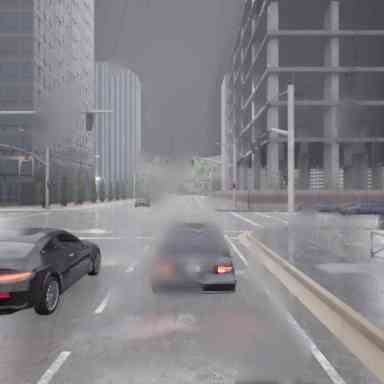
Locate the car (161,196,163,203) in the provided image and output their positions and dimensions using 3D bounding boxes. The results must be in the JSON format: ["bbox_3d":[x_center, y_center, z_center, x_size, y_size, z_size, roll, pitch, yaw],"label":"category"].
[{"bbox_3d":[-7.154,1.352,69.284,2.097,1.767,4.553,0,0,0],"label":"car"}]

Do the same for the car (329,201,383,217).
[{"bbox_3d":[15.837,1.492,30.250,5.357,1.411,2.033,0,0,0],"label":"car"}]

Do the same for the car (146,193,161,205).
[{"bbox_3d":[-7.207,1.218,58.509,2.150,2.045,5.566,0,0,0],"label":"car"}]

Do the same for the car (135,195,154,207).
[{"bbox_3d":[-7.206,1.564,49.195,1.994,1.385,4.181,0,0,0],"label":"car"}]

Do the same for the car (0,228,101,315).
[{"bbox_3d":[-3.456,1.526,7.419,1.812,1.442,4.674,0,0,0],"label":"car"}]

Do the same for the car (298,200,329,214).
[{"bbox_3d":[12.969,1.508,33.733,4.181,1.385,1.994,0,0,0],"label":"car"}]

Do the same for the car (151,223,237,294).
[{"bbox_3d":[0.051,1.547,8.937,2.033,1.411,5.357,0,0,0],"label":"car"}]
